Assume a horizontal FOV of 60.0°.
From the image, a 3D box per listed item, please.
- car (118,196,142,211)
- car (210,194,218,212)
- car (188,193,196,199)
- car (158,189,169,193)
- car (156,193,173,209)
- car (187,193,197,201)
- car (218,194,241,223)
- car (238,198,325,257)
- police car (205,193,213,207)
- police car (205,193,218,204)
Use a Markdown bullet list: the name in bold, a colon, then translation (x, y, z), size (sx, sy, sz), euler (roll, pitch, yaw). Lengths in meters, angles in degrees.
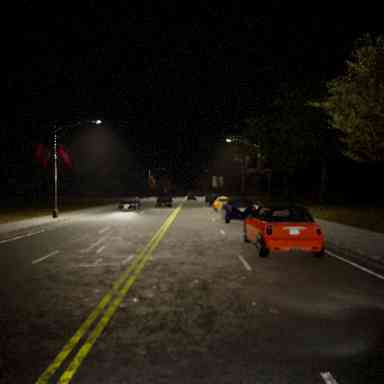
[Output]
- **car**: translation (-6.607, 1.245, 35.844), size (2.128, 1.511, 4.902), euler (0, 0, 0)
- **car**: translation (3.238, 1.215, 34.887), size (1.801, 1.575, 5.366), euler (0, 0, 0)
- **car**: translation (-0.028, 0.951, 83.687), size (1.895, 1.301, 4.718), euler (0, 0, 0)
- **car**: translation (-6.526, 0.396, 77.043), size (2.150, 2.045, 5.566), euler (0, 0, 0)
- **car**: translation (-3.355, 1.197, 41.086), size (1.882, 1.535, 5.008), euler (0, 0, 0)
- **car**: translation (-0.022, 1.115, 65.301), size (2.033, 1.411, 5.357), euler (0, 0, 0)
- **car**: translation (3.241, 1.186, 23.665), size (2.097, 1.767, 4.553), euler (0, 0, 0)
- **car**: translation (3.245, 1.262, 12.664), size (2.097, 1.767, 4.553), euler (0, 0, 0)
- **police car**: translation (3.234, 1.113, 45.809), size (1.930, 1.638, 5.238), euler (0, 0, 0)
- **police car**: translation (3.231, 1.043, 56.810), size (1.930, 1.638, 5.238), euler (0, 0, 0)
